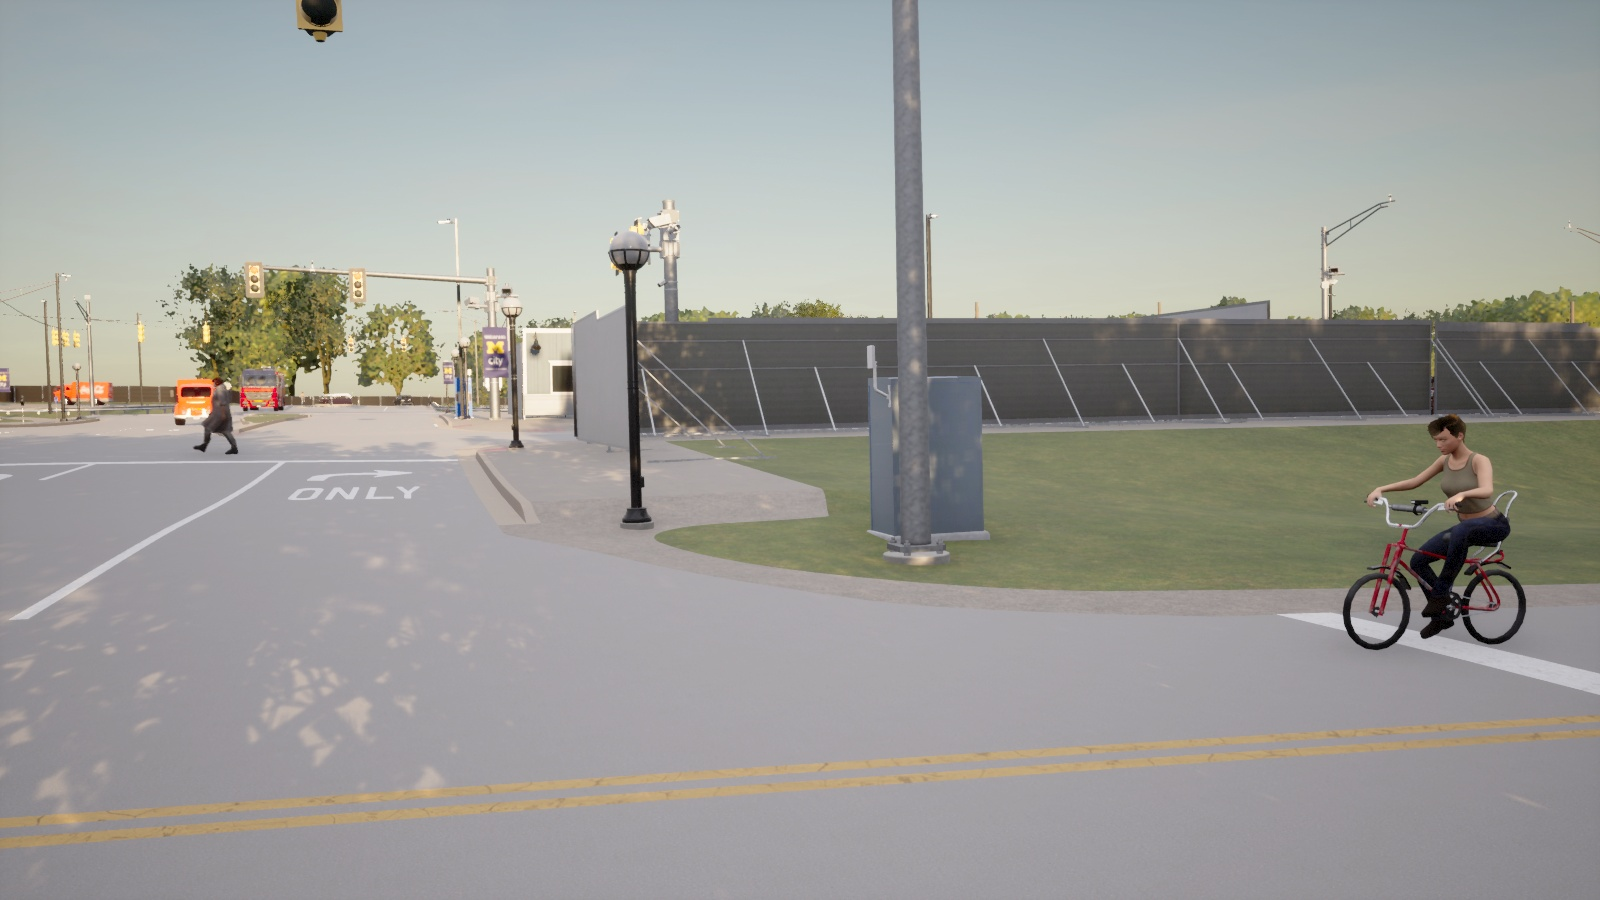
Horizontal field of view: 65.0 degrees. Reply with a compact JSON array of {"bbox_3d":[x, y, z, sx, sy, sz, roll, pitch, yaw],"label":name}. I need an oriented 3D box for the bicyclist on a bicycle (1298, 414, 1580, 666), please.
[{"bbox_3d":[4.373,0.568,8.648,1.509,1.612,0.866,0,1,-14],"label":"bicyclist on a bicycle"}]

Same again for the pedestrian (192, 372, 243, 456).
[{"bbox_3d":[-13.729,-0.854,29.605,0.873,1.952,0.659,-2,2,-10],"label":"pedestrian"}]

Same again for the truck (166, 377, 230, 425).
[{"bbox_3d":[-32.289,-2.619,67.534,2.627,2.467,5.204,-1,2,-21],"label":"truck"}]
